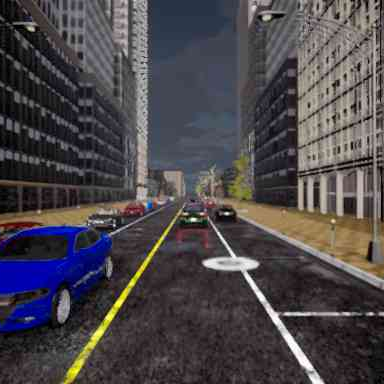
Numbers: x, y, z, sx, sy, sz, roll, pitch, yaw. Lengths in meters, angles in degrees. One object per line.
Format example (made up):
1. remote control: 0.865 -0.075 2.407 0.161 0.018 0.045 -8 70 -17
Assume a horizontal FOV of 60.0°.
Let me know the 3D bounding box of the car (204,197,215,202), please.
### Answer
1. car: 2.700 1.683 50.645 1.967 1.590 4.097 0 0 0

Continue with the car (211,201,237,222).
1. car: 2.696 1.704 27.878 1.947 1.339 4.313 0 0 0

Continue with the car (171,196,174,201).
1. car: -5.679 1.907 73.429 1.947 1.339 4.313 0 0 0

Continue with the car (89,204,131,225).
1. car: -5.685 1.661 22.199 2.008 1.369 4.403 0 0 0

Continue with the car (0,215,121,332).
1. car: -3.099 1.515 7.270 1.882 1.535 5.008 0 0 0

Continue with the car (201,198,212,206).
1. car: 2.700 1.875 62.029 1.802 1.307 4.206 0 0 0

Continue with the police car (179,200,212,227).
1. police car: 0.104 1.628 24.225 2.038 1.542 4.974 0 0 0

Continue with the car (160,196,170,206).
1. car: -5.680 1.732 62.044 1.967 1.590 4.097 0 0 0

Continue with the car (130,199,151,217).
1. car: -5.684 1.709 33.584 1.887 1.381 4.507 0 0 0

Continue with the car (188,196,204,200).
1. car: 0.099 1.633 42.020 2.033 1.649 4.856 0 0 0

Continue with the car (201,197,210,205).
1. car: 2.701 1.844 67.891 1.752 1.417 4.829 0 0 0

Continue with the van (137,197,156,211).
1. van: -5.682 1.532 39.277 1.690 1.788 3.998 0 0 0

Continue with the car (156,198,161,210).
1. car: -5.682 1.799 44.968 1.802 1.307 4.206 0 0 0
